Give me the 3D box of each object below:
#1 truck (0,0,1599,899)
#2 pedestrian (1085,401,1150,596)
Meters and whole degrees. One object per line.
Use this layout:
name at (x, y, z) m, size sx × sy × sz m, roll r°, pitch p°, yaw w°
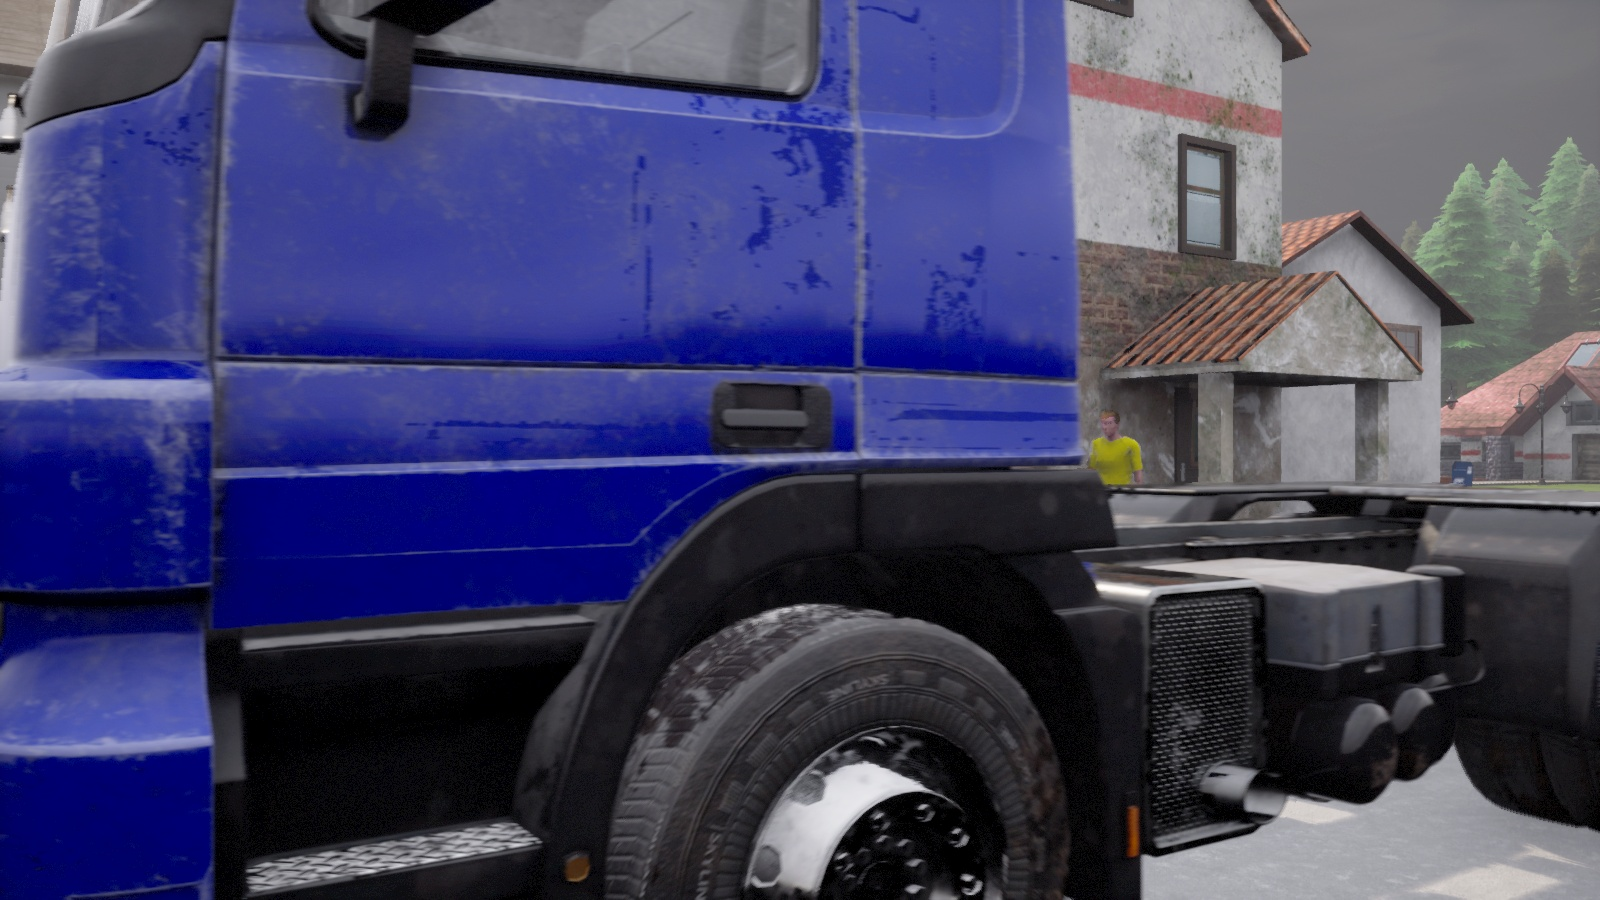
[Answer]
truck at (1.334, -0.227, 5.011) m, size 7.936 × 3.462 × 2.891 m, roll 0°, pitch 0°, yaw -32°
pedestrian at (3.101, 0.460, 12.249) m, size 0.354 × 1.836 × 0.706 m, roll 0°, pitch 0°, yaw 38°
